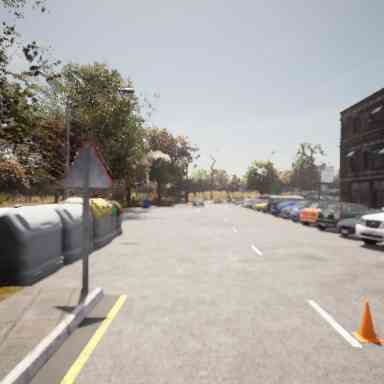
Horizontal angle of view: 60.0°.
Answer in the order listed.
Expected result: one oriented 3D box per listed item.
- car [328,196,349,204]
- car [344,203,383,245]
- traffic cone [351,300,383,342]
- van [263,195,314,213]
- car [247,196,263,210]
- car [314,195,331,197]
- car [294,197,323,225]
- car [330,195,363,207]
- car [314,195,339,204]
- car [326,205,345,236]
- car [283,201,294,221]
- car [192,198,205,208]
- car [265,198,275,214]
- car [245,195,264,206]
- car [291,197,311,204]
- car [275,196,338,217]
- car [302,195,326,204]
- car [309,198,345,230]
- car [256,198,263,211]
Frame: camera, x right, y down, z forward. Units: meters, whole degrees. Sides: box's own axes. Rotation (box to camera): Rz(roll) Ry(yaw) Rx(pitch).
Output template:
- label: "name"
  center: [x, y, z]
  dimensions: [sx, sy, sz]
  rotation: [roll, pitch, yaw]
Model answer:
- label: "car"
  center: [35.407, 1.935, 80.461]
  dimensions: [2.185, 1.767, 4.553]
  rotation: [1, -1, -21]
- label: "car"
  center: [9.860, 1.339, 14.404]
  dimensions: [5.566, 2.045, 2.435]
  rotation: [1, 0, -19]
- label: "traffic cone"
  center: [2.735, 1.985, 5.208]
  dimensions: [0.340, 0.580, 0.340]
  rotation: [0, 0, 1]
- label: "van"
  center: [10.299, 1.443, 35.481]
  dimensions: [4.442, 1.987, 1.878]
  rotation: [1, 0, -19]
- label: "car"
  center: [10.083, 1.684, 41.382]
  dimensions: [5.366, 1.575, 1.946]
  rotation: [1, 0, -19]
- label: "car"
  center: [23.515, 1.639, 63.302]
  dimensions: [2.435, 2.045, 5.566]
  rotation: [1, 0, -21]
- label: "car"
  center: [9.987, 1.493, 23.418]
  dimensions: [4.553, 1.767, 2.185]
  rotation: [1, 0, -19]
- label: "car"
  center: [29.398, 1.687, 63.423]
  dimensions: [2.435, 2.045, 5.566]
  rotation: [0, 1, -21]
- label: "car"
  center: [32.411, 1.784, 80.370]
  dimensions: [2.435, 2.045, 5.566]
  rotation: [1, -1, -21]
- label: "car"
  center: [9.901, 1.629, 17.403]
  dimensions: [4.792, 1.488, 2.163]
  rotation: [1, 0, -19]
- label: "car"
  center: [10.062, 1.671, 26.426]
  dimensions: [4.674, 1.452, 2.002]
  rotation: [1, 0, -19]
- label: "car"
  center: [1.056, 1.673, 53.022]
  dimensions: [2.128, 1.511, 4.902]
  rotation: [0, 0, 1]
- label: "car"
  center: [10.138, 1.654, 32.437]
  dimensions: [5.008, 1.535, 2.097]
  rotation: [1, 0, -19]
- label: "car"
  center: [10.350, 1.465, 47.473]
  dimensions: [5.566, 2.045, 2.435]
  rotation: [1, 0, -19]
- label: "car"
  center: [26.324, 2.015, 80.327]
  dimensions: [2.163, 1.488, 4.792]
  rotation: [1, -1, -21]
- label: "car"
  center: [10.140, 1.517, 29.434]
  dimensions: [4.553, 1.767, 2.185]
  rotation: [1, 0, -19]
- label: "car"
  center: [29.350, 1.759, 80.372]
  dimensions: [2.435, 2.045, 5.566]
  rotation: [1, -1, -21]
- label: "car"
  center: [9.942, 1.483, 20.417]
  dimensions: [4.553, 1.767, 2.185]
  rotation: [1, 0, -19]
- label: "car"
  center: [10.228, 1.719, 38.438]
  dimensions: [4.674, 1.452, 2.002]
  rotation: [1, 0, -19]
